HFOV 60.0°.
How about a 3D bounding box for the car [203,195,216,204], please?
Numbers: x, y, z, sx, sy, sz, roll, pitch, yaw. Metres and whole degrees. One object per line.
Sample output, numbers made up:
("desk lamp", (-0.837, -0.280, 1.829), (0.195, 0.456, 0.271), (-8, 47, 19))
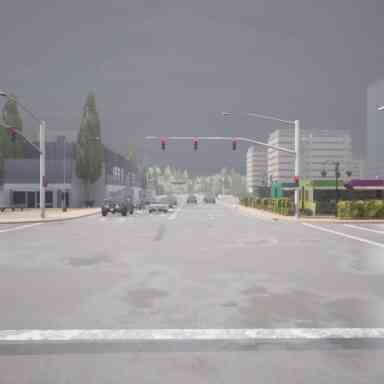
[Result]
("car", (3.486, 1.491, 63.663), (2.128, 1.511, 4.902), (0, 0, 0))

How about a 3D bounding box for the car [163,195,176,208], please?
("car", (-3.608, 1.504, 46.099), (1.837, 1.490, 4.892), (0, 0, 0))

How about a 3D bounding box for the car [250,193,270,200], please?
("car", (17.750, 1.153, 86.834), (4.605, 1.855, 1.932), (0, 0, -2))

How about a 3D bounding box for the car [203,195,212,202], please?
("car", (3.484, 1.397, 73.938), (1.812, 1.442, 4.674), (0, 0, 0))

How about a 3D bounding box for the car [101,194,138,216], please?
("car", (-7.121, 1.221, 32.443), (2.150, 2.045, 5.566), (0, 0, 1))

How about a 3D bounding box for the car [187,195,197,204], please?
("car", (-0.014, 1.491, 63.662), (2.128, 1.511, 4.902), (0, 0, 0))

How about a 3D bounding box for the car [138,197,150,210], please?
("car", (-7.109, 1.491, 42.331), (2.128, 1.511, 4.902), (0, 0, 0))

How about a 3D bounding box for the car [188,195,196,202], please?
("car", (-0.016, 1.372, 73.936), (1.837, 1.490, 4.892), (0, 0, 0))

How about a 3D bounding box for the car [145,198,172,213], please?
("car", (-3.609, 1.601, 36.785), (1.895, 1.301, 4.718), (0, 0, 0))

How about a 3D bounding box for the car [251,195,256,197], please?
("car", (17.770, 1.156, 83.939), (3.866, 1.878, 1.905), (0, 0, -2))
